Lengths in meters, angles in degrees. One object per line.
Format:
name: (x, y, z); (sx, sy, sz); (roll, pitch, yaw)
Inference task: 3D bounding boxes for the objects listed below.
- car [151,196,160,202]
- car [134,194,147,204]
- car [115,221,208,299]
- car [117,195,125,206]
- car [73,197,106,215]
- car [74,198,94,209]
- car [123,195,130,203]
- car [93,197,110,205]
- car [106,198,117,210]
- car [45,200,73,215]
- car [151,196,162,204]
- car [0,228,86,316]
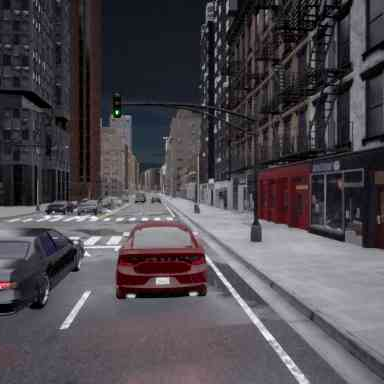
car: (-8.259, 1.573, 75.463); (2.033, 1.411, 5.357); (0, 0, -6)
car: (-10.371, 1.629, 65.939); (1.895, 1.301, 4.718); (0, 0, -6)
car: (-0.788, 1.478, 8.556); (1.882, 1.535, 5.008); (0, 0, -6)
car: (-12.499, 1.623, 53.970); (1.895, 1.301, 4.718); (0, 0, -6)
car: (-10.243, 1.516, 33.562); (1.837, 1.490, 4.892); (0, 0, -6)
car: (-14.882, 1.544, 46.032); (1.812, 1.442, 4.674); (0, 0, -7)
car: (-13.966, 1.378, 67.966); (2.097, 1.767, 4.553); (0, 0, -6)
car: (-16.513, 1.574, 61.038); (2.033, 1.411, 5.357); (0, 0, -6)
car: (-11.363, 1.523, 43.669); (1.837, 1.490, 4.892); (0, 0, -6)
car: (-13.647, 1.559, 34.770); (2.033, 1.411, 5.357); (0, 0, -6)
car: (-7.014, 1.533, 65.159); (1.837, 1.490, 4.892); (0, 0, -6)
car: (-3.895, 1.547, 7.691); (2.033, 1.411, 5.357); (0, 0, -6)
